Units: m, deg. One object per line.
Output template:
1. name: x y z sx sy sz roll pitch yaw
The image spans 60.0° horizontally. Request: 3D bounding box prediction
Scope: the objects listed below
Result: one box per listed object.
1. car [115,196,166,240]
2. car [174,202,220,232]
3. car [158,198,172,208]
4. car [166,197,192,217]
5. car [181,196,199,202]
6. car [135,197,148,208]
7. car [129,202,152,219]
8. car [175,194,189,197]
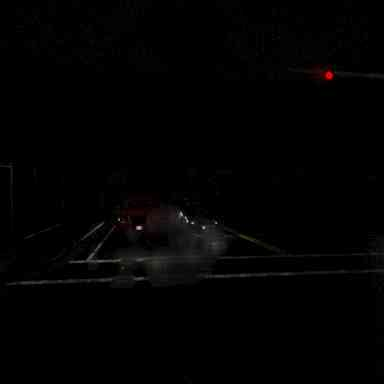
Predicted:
1. car: -2.778 1.258 17.615 2.150 2.045 5.566 0 0 -9
2. car: 0.308 1.587 20.621 2.033 1.411 5.357 0 0 -9
3. car: -4.270 1.660 51.757 1.895 1.301 4.718 0 0 -9
4. car: -1.466 1.574 32.523 1.812 1.442 4.674 0 0 -9
5. car: 0.005 1.606 47.146 2.033 1.411 5.357 0 0 -8
6. car: -7.637 1.535 50.561 1.882 1.535 5.008 0 0 -8
7. car: -4.819 1.645 31.205 1.895 1.301 4.718 0 0 -9
8. car: -1.578 1.286 57.402 2.150 2.045 5.566 0 0 -9
